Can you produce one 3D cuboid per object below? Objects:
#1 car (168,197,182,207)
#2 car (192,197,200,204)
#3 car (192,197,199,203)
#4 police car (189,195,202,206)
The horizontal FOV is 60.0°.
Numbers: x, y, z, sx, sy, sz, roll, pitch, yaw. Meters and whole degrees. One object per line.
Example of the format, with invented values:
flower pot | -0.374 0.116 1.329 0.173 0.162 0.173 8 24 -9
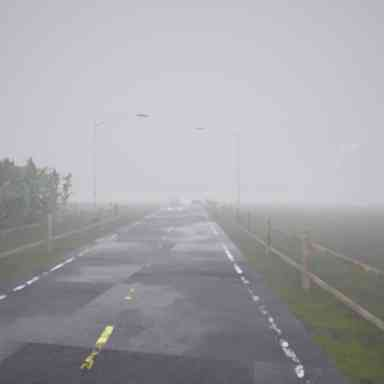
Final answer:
car | -2.817 1.634 56.226 2.097 1.767 4.553 0 0 1
car | 0.803 1.890 73.860 1.812 1.442 4.674 0 0 0
car | 0.801 1.918 79.859 1.812 1.442 4.674 0 0 0
police car | 0.806 1.743 63.970 1.930 1.638 5.238 0 0 0
